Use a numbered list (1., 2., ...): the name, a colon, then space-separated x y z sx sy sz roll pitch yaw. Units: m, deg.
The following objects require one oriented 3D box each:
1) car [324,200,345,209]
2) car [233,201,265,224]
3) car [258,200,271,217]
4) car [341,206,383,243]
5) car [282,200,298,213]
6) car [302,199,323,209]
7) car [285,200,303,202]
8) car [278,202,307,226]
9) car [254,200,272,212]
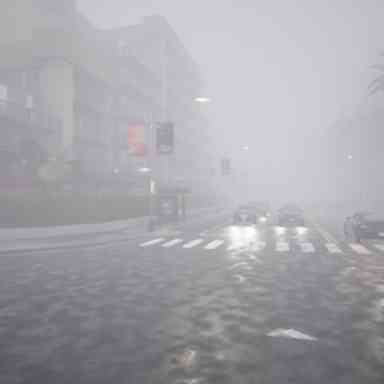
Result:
1. car: 22.721 2.040 52.777 1.895 1.301 4.718 -1 -1 12
2. car: 4.635 1.791 27.856 2.128 1.511 4.902 -1 -1 16
3. car: 7.201 1.735 36.698 2.097 1.767 4.553 -1 -1 16
4. car: 8.794 1.651 16.462 1.812 1.442 4.674 -1 -1 17
5. car: 13.363 1.912 45.427 1.882 1.535 5.008 -1 -1 16
6. car: 19.260 2.003 53.359 1.812 1.442 4.674 -1 -1 12
7. car: 10.479 1.886 35.417 2.033 1.411 5.357 -1 -1 16
8. car: 7.816 1.778 26.238 1.812 1.442 4.674 -1 -1 16
9. car: 9.992 1.967 46.425 2.128 1.511 4.902 -1 -1 16
